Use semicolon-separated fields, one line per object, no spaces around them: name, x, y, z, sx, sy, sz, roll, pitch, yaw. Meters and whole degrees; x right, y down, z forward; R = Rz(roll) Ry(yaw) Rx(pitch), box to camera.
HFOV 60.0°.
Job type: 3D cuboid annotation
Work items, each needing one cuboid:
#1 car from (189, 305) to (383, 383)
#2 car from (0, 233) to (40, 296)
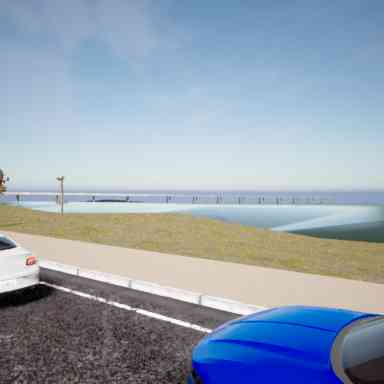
car;2.252;1.478;2.075;5.008;1.535;1.882;0;0;36
car;-5.262;1.526;7.458;4.674;1.442;1.812;0;0;35
